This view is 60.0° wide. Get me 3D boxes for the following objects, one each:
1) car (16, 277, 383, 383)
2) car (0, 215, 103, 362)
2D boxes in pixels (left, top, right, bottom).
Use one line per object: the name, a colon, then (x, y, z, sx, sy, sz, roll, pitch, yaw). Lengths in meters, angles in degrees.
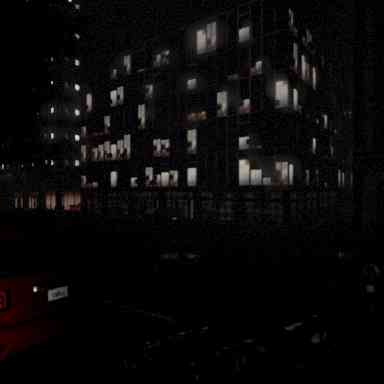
car: (0.925, 1.566, 2.218, 4.313, 1.339, 1.947, 0, 0, 36)
car: (-3.569, 1.312, 5.428, 5.009, 1.841, 2.192, 0, 0, 36)
